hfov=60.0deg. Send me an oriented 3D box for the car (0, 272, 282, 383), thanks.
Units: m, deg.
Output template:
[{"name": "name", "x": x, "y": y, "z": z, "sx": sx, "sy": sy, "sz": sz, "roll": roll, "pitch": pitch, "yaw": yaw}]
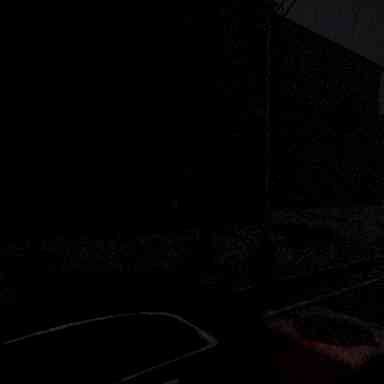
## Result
[{"name": "car", "x": -1.434, "y": 1.505, "z": 2.351, "sx": 4.892, "sy": 1.490, "sz": 1.837, "roll": 0, "pitch": 0, "yaw": -36}]
